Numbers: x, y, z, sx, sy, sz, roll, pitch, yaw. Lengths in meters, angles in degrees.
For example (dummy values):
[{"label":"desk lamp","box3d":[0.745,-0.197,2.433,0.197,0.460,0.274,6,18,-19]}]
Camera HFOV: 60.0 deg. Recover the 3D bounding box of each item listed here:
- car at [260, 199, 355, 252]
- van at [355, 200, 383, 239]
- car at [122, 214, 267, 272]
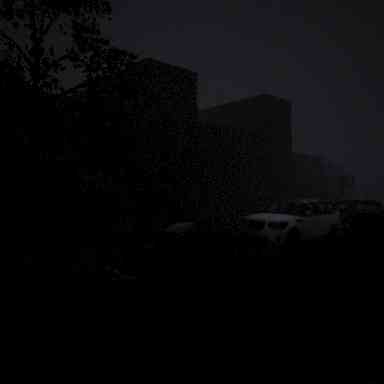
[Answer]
[{"label":"car","box3d":[4.435,1.311,14.344,5.566,2.045,2.435,2,-1,-41]},{"label":"van","box3d":[8.655,1.391,17.875,4.442,1.987,1.878,2,-1,-43]},{"label":"car","box3d":[0.044,1.545,10.926,4.674,1.452,2.002,2,-1,-37]}]
